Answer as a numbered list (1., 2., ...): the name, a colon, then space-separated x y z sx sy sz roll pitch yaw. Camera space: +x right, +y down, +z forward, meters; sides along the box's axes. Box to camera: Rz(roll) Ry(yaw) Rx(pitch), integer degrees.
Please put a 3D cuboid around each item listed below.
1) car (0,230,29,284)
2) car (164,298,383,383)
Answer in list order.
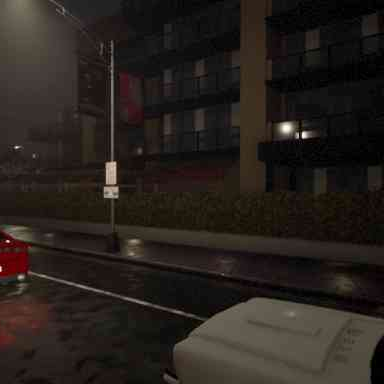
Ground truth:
1. car: -6.112 1.478 8.388 5.008 1.535 1.882 0 0 35
2. car: 2.079 1.601 2.516 4.718 1.301 1.895 0 0 35
